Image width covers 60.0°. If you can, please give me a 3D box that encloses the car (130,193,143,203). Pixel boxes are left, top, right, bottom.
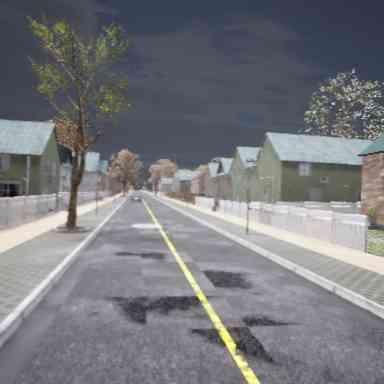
[{"bbox_3d":[-9.232,0.945,55.140,2.128,1.511,4.902,2,0,-10],"label":"car"}]
